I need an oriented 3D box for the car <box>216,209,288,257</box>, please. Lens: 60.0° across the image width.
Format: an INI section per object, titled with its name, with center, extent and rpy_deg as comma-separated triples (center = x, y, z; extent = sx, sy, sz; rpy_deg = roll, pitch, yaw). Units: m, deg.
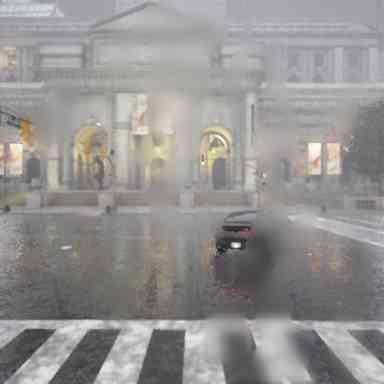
[car]
center = 2.421, 1.430, 12.744
extent = 1.837, 1.490, 4.892
rpy_deg = -1, 0, 25
